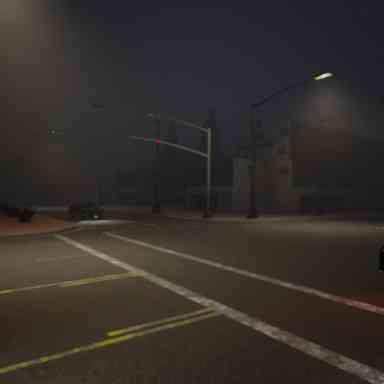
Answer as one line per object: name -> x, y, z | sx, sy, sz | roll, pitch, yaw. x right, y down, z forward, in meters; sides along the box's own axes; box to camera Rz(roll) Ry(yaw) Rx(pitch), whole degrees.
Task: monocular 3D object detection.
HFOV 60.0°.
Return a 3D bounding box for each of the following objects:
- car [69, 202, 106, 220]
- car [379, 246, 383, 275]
car -> -9.309, 1.615, 29.181 | 2.033, 1.411, 5.357 | 1, -1, -35
car -> 6.686, 1.591, 8.521 | 4.902, 1.511, 2.128 | 1, -1, -35
